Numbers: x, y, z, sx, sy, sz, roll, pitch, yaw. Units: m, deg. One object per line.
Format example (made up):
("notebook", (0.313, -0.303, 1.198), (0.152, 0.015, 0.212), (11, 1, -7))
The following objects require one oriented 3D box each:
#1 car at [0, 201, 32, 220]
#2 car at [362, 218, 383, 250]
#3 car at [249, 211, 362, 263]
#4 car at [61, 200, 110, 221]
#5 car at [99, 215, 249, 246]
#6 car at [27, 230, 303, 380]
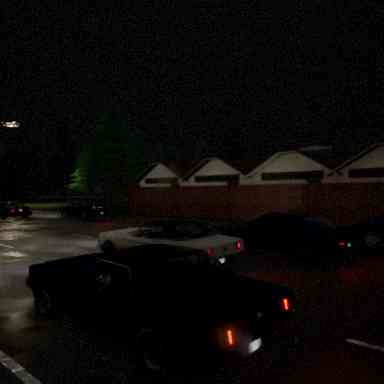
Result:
("car", (-15.096, 1.481, 27.408), (5.357, 1.411, 2.033), (0, 1, 42))
("car", (8.229, 1.273, 11.430), (5.008, 1.535, 1.882), (0, 1, 42))
("car", (2.961, 1.384, 11.420), (4.674, 1.442, 1.812), (0, 1, 42))
("car", (-8.476, 1.357, 26.221), (4.902, 1.511, 2.128), (0, 1, 42))
("car", (-0.869, 1.517, 10.140), (4.718, 1.301, 1.895), (0, 1, 42))
("car", (-0.895, 1.558, 5.487), (4.718, 1.301, 1.895), (0, 1, 42))
